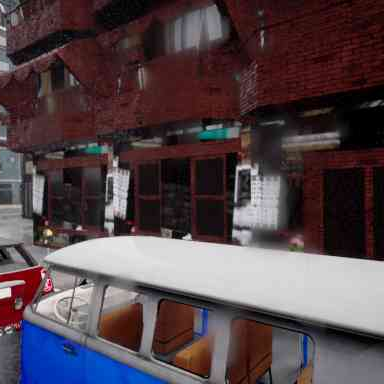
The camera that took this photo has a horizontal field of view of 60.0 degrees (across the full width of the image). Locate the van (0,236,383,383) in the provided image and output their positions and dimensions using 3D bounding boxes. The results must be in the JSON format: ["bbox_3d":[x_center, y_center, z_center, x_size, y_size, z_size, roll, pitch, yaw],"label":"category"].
[{"bbox_3d":[0.286,1.341,2.530,3.998,1.788,1.690,0,-1,35],"label":"van"}]
